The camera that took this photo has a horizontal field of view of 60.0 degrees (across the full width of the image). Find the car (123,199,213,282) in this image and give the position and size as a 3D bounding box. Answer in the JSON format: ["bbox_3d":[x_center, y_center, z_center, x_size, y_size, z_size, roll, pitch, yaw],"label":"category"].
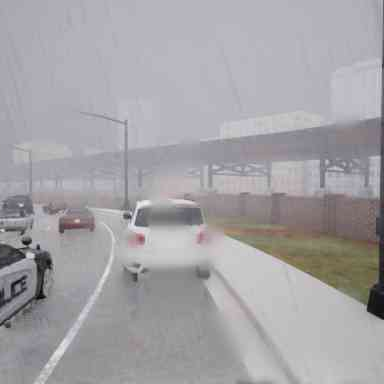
[{"bbox_3d":[-0.868,1.218,10.004,2.150,2.045,5.566,0,0,-9],"label":"car"}]

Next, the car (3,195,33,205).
[{"bbox_3d":[-16.864,1.323,32.185,2.150,2.045,5.566,-1,0,-33],"label":"car"}]

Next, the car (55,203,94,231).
[{"bbox_3d":[-7.095,1.588,20.458,1.994,1.385,4.181,0,0,-19],"label":"car"}]

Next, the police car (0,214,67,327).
[{"bbox_3d":[-3.817,1.429,5.409,1.930,1.638,5.238,0,0,-5],"label":"police car"}]

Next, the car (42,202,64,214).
[{"bbox_3d":[-14.105,1.666,34.329,1.895,1.301,4.718,-1,0,-34],"label":"car"}]

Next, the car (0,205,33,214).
[{"bbox_3d":[-10.198,1.643,18.810,1.895,1.301,4.718,0,0,-19],"label":"car"}]
